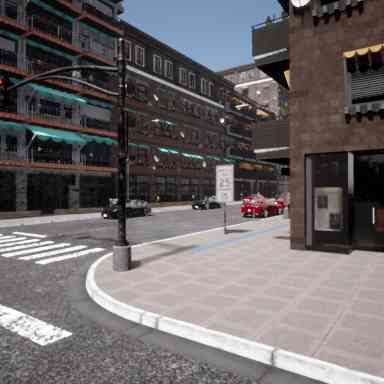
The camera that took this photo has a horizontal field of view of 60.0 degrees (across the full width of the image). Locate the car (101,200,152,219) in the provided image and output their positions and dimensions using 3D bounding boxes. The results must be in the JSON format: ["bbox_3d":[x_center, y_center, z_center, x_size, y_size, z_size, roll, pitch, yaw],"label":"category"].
[{"bbox_3d":[-4.932,1.264,25.524,1.947,1.339,4.313,1,1,35],"label":"car"}]

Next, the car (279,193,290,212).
[{"bbox_3d":[8.531,1.064,29.827,1.802,1.307,4.206,1,1,35],"label":"car"}]

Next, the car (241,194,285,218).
[{"bbox_3d":[5.322,1.118,25.162,1.887,1.381,4.507,1,1,35],"label":"car"}]

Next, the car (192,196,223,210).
[{"bbox_3d":[1.707,1.081,34.700,1.947,1.339,4.313,1,1,35],"label":"car"}]
